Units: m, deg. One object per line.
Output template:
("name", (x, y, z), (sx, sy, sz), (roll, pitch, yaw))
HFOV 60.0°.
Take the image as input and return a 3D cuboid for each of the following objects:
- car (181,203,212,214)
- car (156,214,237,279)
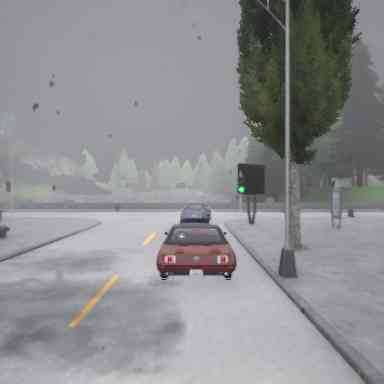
("car", (0.371, 1.490, 23.523), (1.994, 1.385, 4.181), (0, 0, 6))
("car", (0.104, 1.570, 9.870), (1.895, 1.301, 4.718), (0, 0, 0))
